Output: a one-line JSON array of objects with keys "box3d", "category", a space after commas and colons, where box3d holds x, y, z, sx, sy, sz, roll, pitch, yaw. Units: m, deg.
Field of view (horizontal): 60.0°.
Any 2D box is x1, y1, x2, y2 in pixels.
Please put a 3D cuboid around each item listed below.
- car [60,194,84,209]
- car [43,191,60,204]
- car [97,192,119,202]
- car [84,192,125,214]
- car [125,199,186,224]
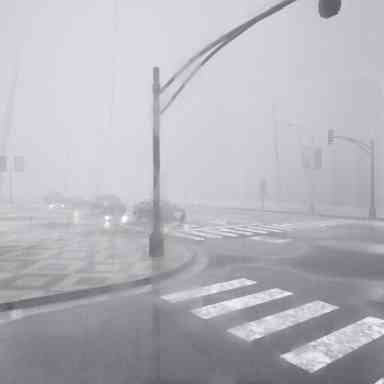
[{"box3d": [-12.849, 1.095, 37.038, 1.895, 1.301, 4.718, 0, 1, -36], "category": "car"}, {"box3d": [-18.830, 0.694, 45.403, 2.097, 1.767, 4.553, 0, 1, -35], "category": "car"}, {"box3d": [-14.096, 0.720, 55.792, 1.882, 1.535, 5.008, 0, 1, -36], "category": "car"}, {"box3d": [-7.609, 0.976, 29.743, 2.097, 1.767, 4.553, 0, 1, -36], "category": "car"}, {"box3d": [-2.282, 1.243, 22.339, 2.128, 1.511, 4.902, 0, 1, -36], "category": "car"}]
